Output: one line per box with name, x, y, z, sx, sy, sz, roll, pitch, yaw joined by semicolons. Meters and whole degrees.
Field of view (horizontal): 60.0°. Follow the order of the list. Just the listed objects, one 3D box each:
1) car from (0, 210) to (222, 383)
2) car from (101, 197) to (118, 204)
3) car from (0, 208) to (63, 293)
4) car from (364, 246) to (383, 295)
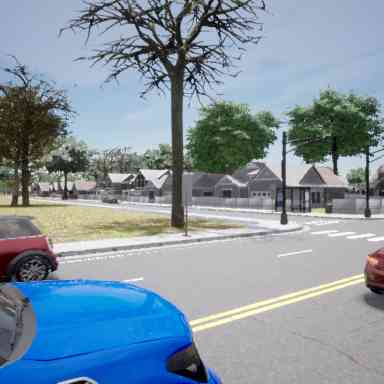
car;-2.419;1.221;1.716;5.566;2.045;2.150;0;0;-36
car;-16.126;1.620;64.953;1.812;1.442;4.674;0;0;-35
car;-5.614;1.351;7.667;4.553;1.767;2.097;0;0;-35
car;5.659;1.525;7.447;4.674;1.442;1.812;0;0;-36
